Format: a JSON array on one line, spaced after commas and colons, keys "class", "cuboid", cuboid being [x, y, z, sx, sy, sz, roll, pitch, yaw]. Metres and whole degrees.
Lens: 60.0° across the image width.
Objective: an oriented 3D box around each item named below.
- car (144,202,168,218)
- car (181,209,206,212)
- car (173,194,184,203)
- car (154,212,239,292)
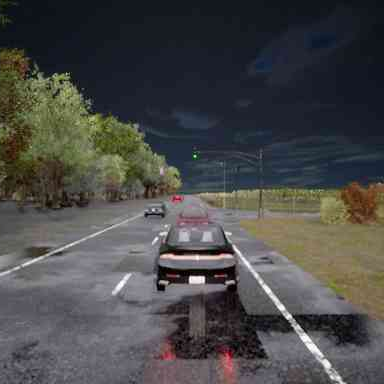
[{"class": "car", "cuboid": [-3.386, 1.661, 31.711, 2.033, 1.411, 5.357, 0, 0, 0]}, {"class": "car", "cuboid": [0.109, 1.672, 19.584, 1.895, 1.301, 4.718, 0, 0, 0]}, {"class": "car", "cuboid": [-3.462, 1.495, 80.204, 2.150, 2.045, 5.566, 0, 0, 0]}, {"class": "car", "cuboid": [0.104, 1.525, 8.980, 2.128, 1.511, 4.902, 0, 0, 0]}]
